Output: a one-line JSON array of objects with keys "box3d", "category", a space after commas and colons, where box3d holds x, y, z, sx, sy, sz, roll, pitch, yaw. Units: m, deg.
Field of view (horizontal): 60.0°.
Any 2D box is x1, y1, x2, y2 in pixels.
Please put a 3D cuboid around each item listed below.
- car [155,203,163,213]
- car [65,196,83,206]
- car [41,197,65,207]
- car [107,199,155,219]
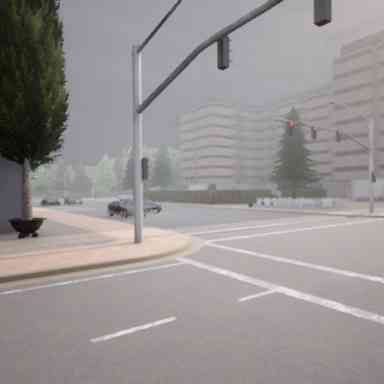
[{"box3d": [-4.906, 1.354, 32.714, 2.033, 1.411, 5.357, -1, 1, -36], "category": "car"}, {"box3d": [-18.409, 1.303, 51.532, 2.128, 1.511, 4.902, -1, 0, -35], "category": "car"}, {"box3d": [-20.796, 1.405, 48.848, 2.033, 1.411, 5.357, -1, 1, -35], "category": "car"}, {"box3d": [-5.435, 1.343, 27.470, 2.128, 1.511, 4.902, -1, 1, -36], "category": "car"}]
